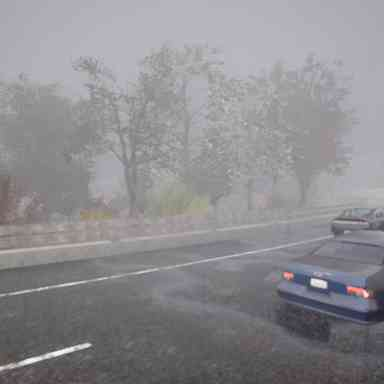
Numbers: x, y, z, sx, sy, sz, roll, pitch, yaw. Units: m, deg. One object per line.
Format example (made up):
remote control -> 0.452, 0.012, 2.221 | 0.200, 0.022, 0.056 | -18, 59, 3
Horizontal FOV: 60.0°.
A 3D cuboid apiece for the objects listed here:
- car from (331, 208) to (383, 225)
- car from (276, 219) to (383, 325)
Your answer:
car -> 8.233, 1.489, 15.621 | 4.902, 1.511, 2.128 | 0, 0, -45
car -> 4.015, 1.546, 7.069 | 5.357, 1.411, 2.033 | 0, 0, -40
